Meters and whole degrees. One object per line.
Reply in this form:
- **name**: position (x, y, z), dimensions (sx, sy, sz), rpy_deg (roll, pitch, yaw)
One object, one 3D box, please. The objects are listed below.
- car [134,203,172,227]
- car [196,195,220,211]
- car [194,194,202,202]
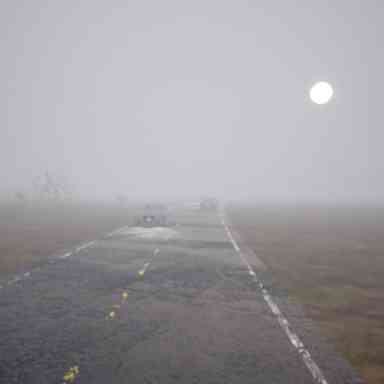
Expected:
- **car**: position (-2.449, 1.419, 21.639), dimensions (1.994, 1.385, 4.181), rpy_deg (0, 0, 3)
- **car**: position (1.907, 1.317, 37.597), dimensions (1.994, 1.385, 4.181), rpy_deg (0, 0, 6)
- **car**: position (1.493, 1.088, 60.882), dimensions (2.128, 1.511, 4.902), rpy_deg (0, 0, 9)
